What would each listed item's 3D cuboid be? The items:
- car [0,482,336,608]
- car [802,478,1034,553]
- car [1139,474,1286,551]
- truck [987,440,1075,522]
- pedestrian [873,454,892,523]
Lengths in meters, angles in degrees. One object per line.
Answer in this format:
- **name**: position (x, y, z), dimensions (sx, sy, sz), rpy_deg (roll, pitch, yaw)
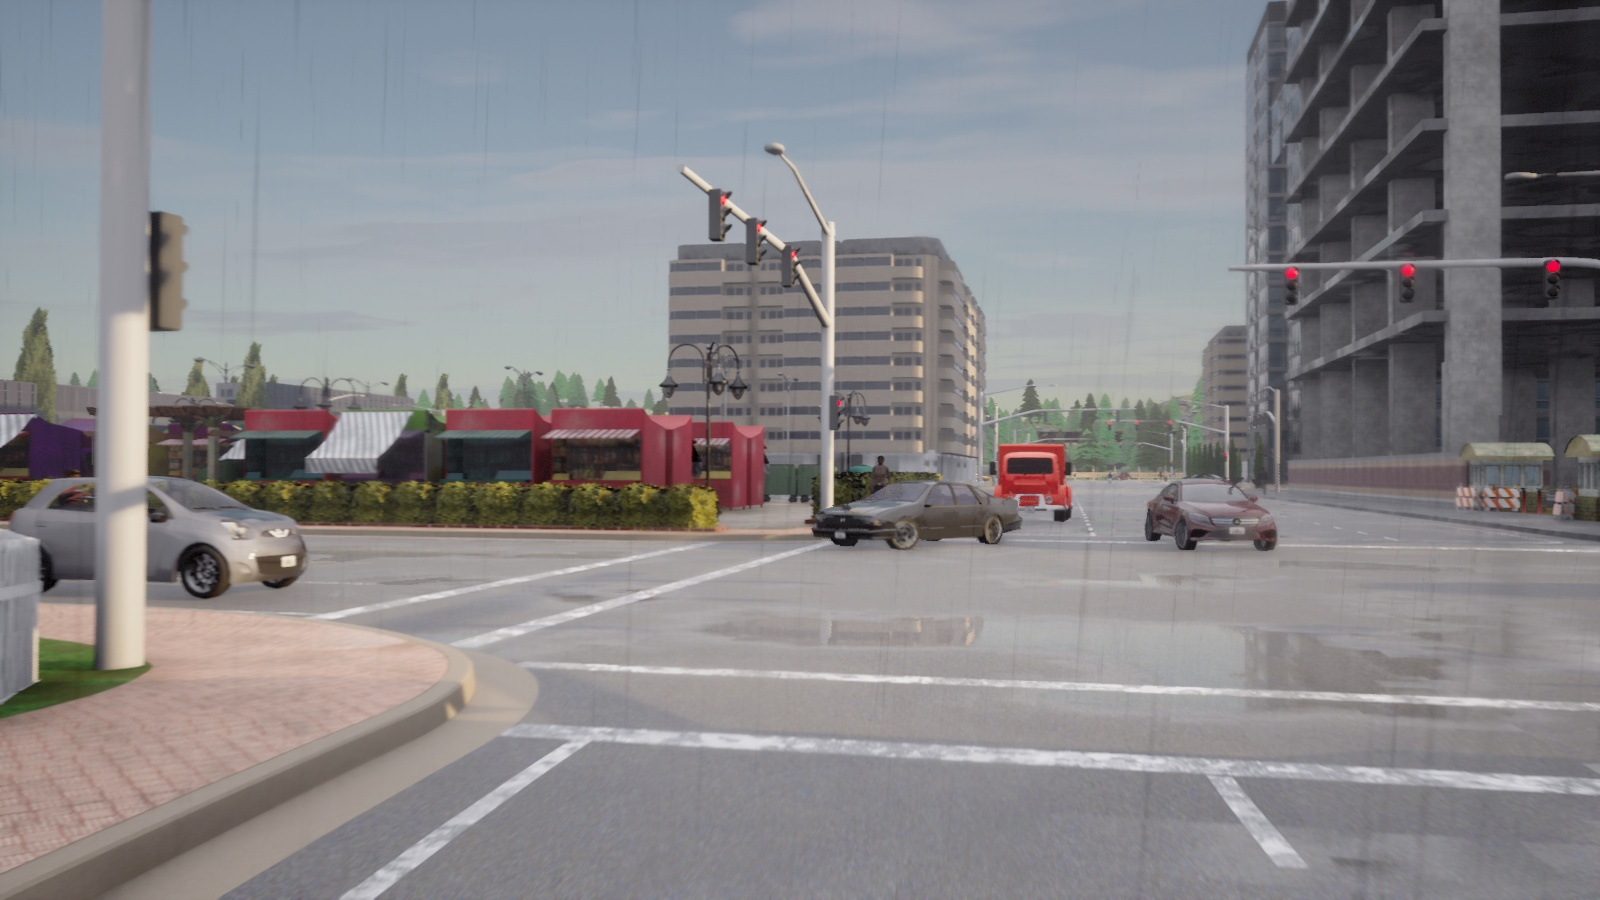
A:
- **car**: position (-8.252, 1.188, 16.478), dimensions (3.633, 1.501, 1.845), rpy_deg (0, -1, 12)
- **car**: position (2.656, 1.341, 27.168), dimensions (5.357, 1.411, 2.033), rpy_deg (1, -1, -45)
- **car**: position (8.863, 1.292, 27.379), dimensions (1.812, 1.442, 4.674), rpy_deg (0, 0, 2)
- **truck**: position (7.585, 0.986, 40.846), dimensions (2.627, 2.467, 5.204), rpy_deg (0, -1, 12)
- **pedestrian**: position (2.190, 1.019, 33.279), dimensions (0.328, 1.805, 0.869), rpy_deg (0, -1, 15)
